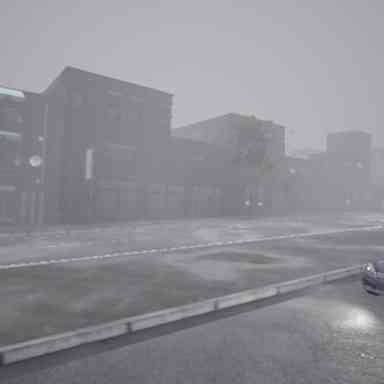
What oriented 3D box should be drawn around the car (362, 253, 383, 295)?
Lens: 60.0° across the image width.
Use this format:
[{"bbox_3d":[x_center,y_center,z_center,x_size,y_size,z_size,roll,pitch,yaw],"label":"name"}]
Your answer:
[{"bbox_3d":[5.842,1.598,7.770,4.674,1.442,1.812,0,0,-37],"label":"car"}]
